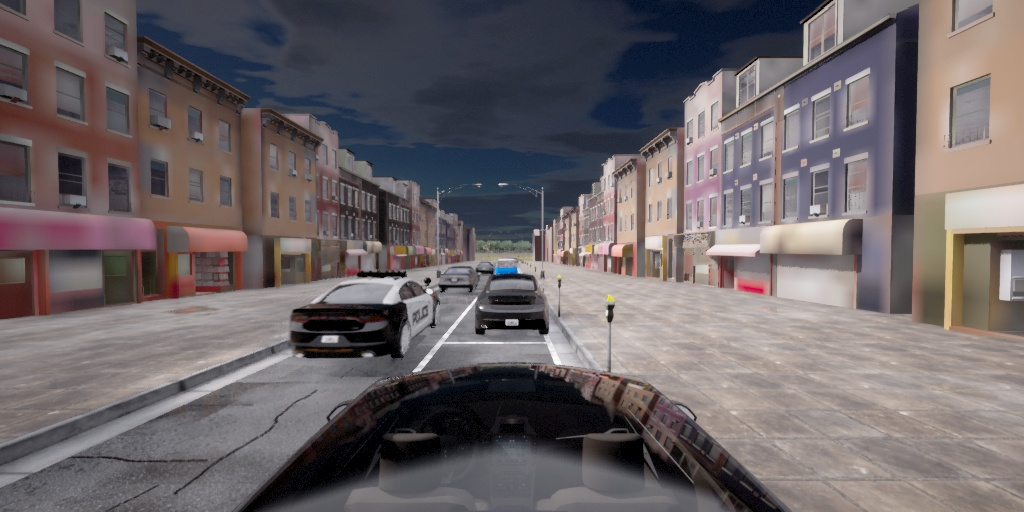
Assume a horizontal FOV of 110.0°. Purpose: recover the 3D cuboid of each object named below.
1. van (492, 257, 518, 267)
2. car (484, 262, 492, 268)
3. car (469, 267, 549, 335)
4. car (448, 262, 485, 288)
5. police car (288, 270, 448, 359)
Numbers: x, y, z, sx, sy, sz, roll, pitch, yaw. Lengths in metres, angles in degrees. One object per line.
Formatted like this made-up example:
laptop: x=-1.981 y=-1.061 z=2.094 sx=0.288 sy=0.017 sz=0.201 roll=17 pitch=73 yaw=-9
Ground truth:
van: x=-0.383 y=1.081 z=27.392 sx=1.690 sy=1.789 sz=3.998 roll=0 pitch=0 yaw=0
car: x=-2.946 y=1.300 z=40.247 sx=1.994 sy=1.385 sz=4.181 roll=0 pitch=0 yaw=0
car: x=0.000 y=1.250 z=10.502 sx=1.837 sy=1.490 sz=4.892 roll=0 pitch=0 yaw=0
car: x=-2.973 y=1.290 z=21.122 sx=2.033 sy=1.411 sz=5.357 roll=0 pitch=0 yaw=1
police car: x=-3.021 y=1.172 z=8.535 sx=1.930 sy=1.638 sz=5.238 roll=0 pitch=0 yaw=0
